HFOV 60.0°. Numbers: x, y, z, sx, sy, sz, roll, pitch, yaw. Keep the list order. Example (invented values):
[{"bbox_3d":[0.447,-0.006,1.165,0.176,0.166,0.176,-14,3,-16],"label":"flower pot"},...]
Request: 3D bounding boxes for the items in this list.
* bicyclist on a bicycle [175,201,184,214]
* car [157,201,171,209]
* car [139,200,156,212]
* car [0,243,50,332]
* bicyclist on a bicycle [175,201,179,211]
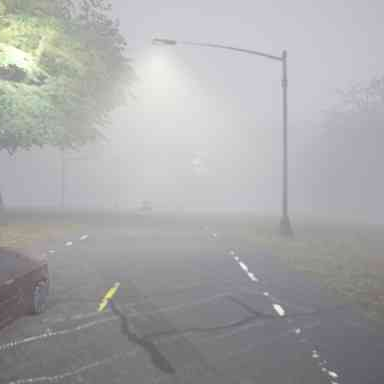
[{"bbox_3d":[-1.389,1.963,42.832,0.866,1.612,1.509,0,-1,-6],"label":"bicyclist on a bicycle"},{"bbox_3d":[-5.073,2.477,63.612,1.837,1.490,4.892,0,-2,-9],"label":"car"},{"bbox_3d":[-6.631,1.987,48.668,2.097,1.767,4.553,0,-1,-7],"label":"car"},{"bbox_3d":[-3.670,1.550,4.853,1.812,1.442,4.674,0,0,-1],"label":"car"},{"bbox_3d":[-2.320,2.133,50.805,0.582,1.620,1.656,0,-1,-7],"label":"bicyclist on a bicycle"}]
